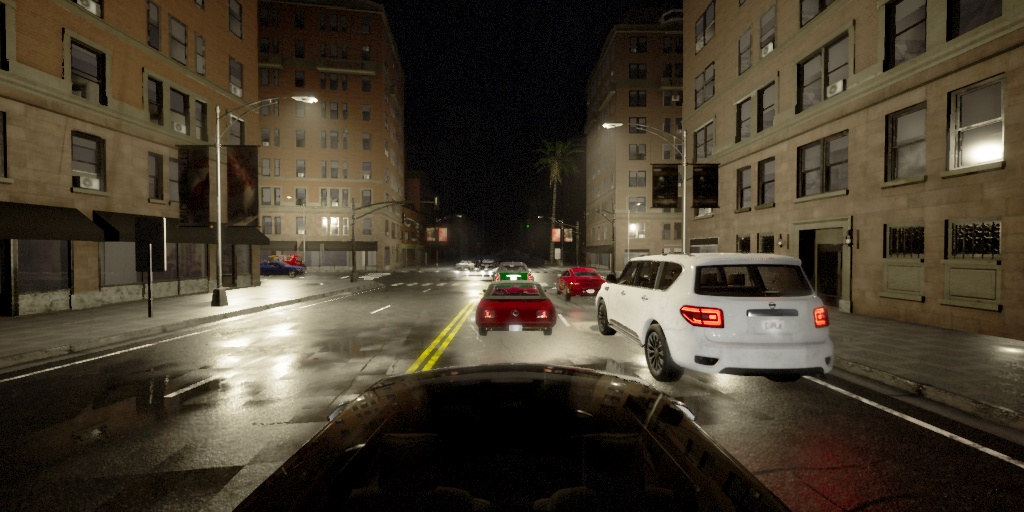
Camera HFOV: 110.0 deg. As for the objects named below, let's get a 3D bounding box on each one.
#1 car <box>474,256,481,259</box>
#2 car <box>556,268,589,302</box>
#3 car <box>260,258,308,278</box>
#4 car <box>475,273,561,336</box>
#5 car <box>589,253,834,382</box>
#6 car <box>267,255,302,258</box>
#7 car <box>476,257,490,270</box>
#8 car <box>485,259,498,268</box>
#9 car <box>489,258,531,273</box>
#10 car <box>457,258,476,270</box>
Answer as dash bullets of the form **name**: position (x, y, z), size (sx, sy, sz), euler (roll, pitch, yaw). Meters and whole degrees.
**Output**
- **car**: position (-6.689, 1.213, 60.850), size (1.882, 1.535, 5.008), euler (0, 0, 0)
- **car**: position (3.223, 1.271, 16.965), size (1.812, 1.442, 4.674), euler (0, 0, 0)
- **car**: position (-20.508, 1.145, 31.347), size (4.674, 1.442, 1.812), euler (0, 1, -9)
- **car**: position (0.083, 1.348, 10.365), size (1.895, 1.301, 4.718), euler (0, 0, 0)
- **car**: position (3.329, 0.970, 7.279), size (2.150, 2.045, 5.566), euler (0, 0, 0)
- **car**: position (-23.960, 0.832, 36.664), size (5.009, 1.841, 2.192), euler (0, 0, -9)
- **car**: position (-3.438, 1.230, 51.318), size (2.128, 1.511, 4.902), euler (0, 0, 0)
- **car**: position (-3.443, 1.213, 60.708), size (1.882, 1.535, 5.008), euler (0, 0, 0)
- **car**: position (0.001, 1.097, 19.365), size (2.097, 1.767, 4.553), euler (0, 0, -2)
- **car**: position (-6.688, 1.339, 51.603), size (1.895, 1.301, 4.718), euler (0, 0, 3)
